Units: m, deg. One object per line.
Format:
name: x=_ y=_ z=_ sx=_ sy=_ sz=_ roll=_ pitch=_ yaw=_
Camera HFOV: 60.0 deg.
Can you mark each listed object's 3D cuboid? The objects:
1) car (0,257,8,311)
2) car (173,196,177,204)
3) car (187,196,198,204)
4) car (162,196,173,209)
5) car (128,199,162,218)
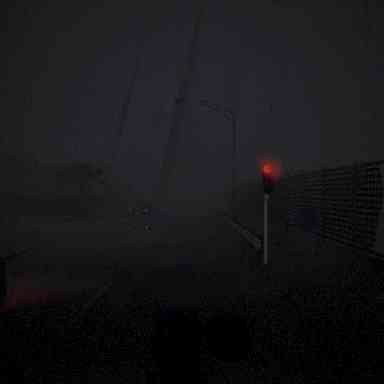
car: x=-4.095 y=1.477 z=3.649 sx=1.882 sy=1.535 sz=5.008 roll=0 pitch=0 yaw=0
car: x=-3.945 y=1.477 z=65.373 sx=1.882 sy=1.535 sz=5.008 roll=0 pitch=0 yaw=1
car: x=0.094 y=1.505 z=63.222 sx=1.837 sy=1.490 sz=4.892 roll=0 pitch=0 yaw=0
car: x=-4.033 y=1.564 z=44.354 sx=1.994 sy=1.385 sz=4.181 roll=0 pitch=0 yaw=0
car: x=-4.316 y=1.525 z=30.176 sx=1.812 sy=1.442 sz=4.674 roll=0 pitch=0 yaw=6
